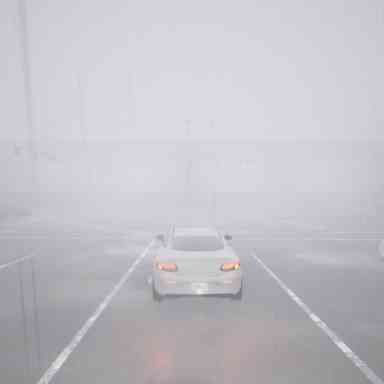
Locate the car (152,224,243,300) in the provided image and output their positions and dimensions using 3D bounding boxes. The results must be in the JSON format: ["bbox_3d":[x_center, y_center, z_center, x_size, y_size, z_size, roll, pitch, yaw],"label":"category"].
[{"bbox_3d":[0.073,1.527,8.251,1.812,1.442,4.674,0,0,-1],"label":"car"}]

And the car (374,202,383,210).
[{"bbox_3d":[23.300,1.397,37.886,4.674,1.442,1.812,-1,0,2],"label":"car"}]

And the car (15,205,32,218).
[{"bbox_3d":[-16.224,1.506,28.252,4.892,1.490,1.837,0,0,2],"label":"car"}]

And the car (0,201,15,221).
[{"bbox_3d":[-16.398,1.478,24.757,5.008,1.535,1.882,0,0,2],"label":"car"}]
